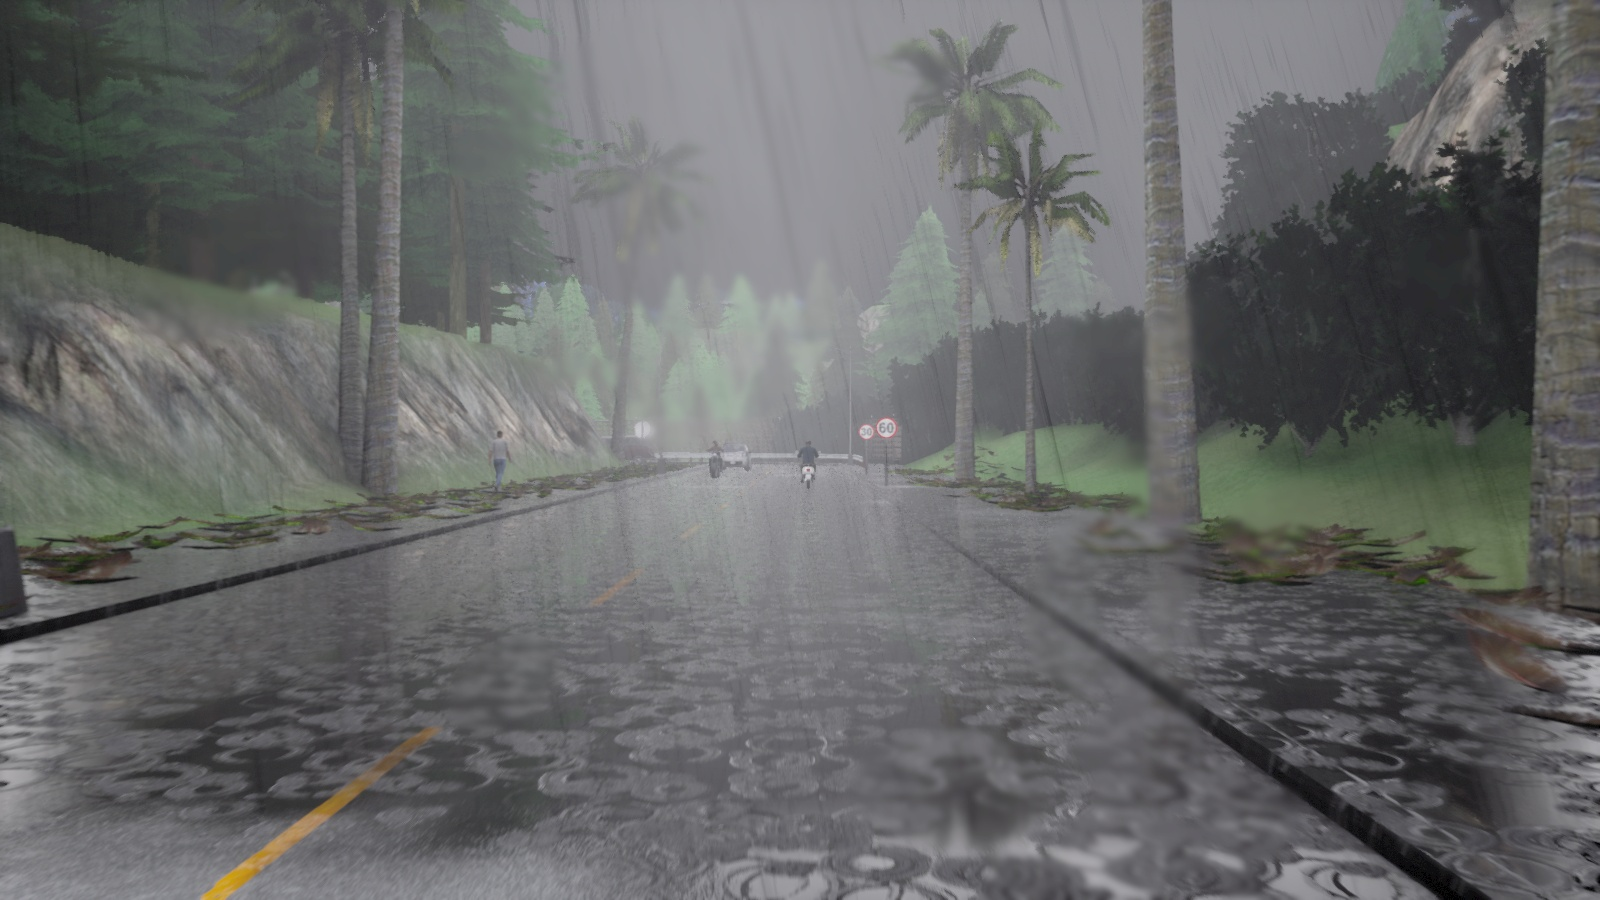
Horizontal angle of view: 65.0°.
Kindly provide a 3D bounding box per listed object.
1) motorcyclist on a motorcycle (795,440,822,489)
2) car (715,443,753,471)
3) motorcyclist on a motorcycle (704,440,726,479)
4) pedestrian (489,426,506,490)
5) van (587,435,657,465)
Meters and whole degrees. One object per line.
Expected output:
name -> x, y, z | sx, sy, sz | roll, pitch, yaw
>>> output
motorcyclist on a motorcycle -> 0.278, 0.464, 41.934 | 0.866, 1.590, 1.817 | 0, 0, 0
car -> -3.553, 0.373, 68.202 | 1.845, 1.501, 3.633 | 0, 0, 0
motorcyclist on a motorcycle -> -3.645, 0.389, 54.053 | 0.766, 1.649, 2.350 | 0, 0, 0
pedestrian -> -8.811, 0.233, 36.553 | 0.354, 1.836, 0.706 | 0, 0, -3
van -> -12.039, 0.009, 85.104 | 4.442, 1.987, 1.775 | 0, 0, 1
